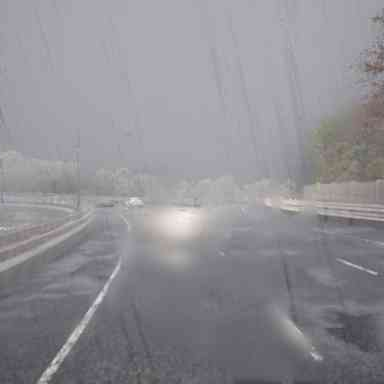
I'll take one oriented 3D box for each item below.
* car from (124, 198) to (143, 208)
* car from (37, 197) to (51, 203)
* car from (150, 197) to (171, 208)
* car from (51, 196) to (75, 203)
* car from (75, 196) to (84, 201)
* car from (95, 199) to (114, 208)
[{"bbox_3d":[-8.774,1.628,50.093,1.812,1.442,4.674,0,0,-27],"label":"car"},{"bbox_3d":[-34.664,1.879,78.249,5.008,1.535,1.882,-1,0,42],"label":"car"},{"bbox_3d":[-4.808,1.534,50.003,1.882,1.535,5.008,0,0,-26],"label":"car"},{"bbox_3d":[-30.852,1.898,79.491,5.357,1.411,2.033,-1,0,42],"label":"car"},{"bbox_3d":[-28.554,1.851,82.121,4.902,1.511,2.128,-1,0,42],"label":"car"},{"bbox_3d":[-13.618,1.723,51.716,1.994,1.385,4.181,-1,0,-29],"label":"car"}]
